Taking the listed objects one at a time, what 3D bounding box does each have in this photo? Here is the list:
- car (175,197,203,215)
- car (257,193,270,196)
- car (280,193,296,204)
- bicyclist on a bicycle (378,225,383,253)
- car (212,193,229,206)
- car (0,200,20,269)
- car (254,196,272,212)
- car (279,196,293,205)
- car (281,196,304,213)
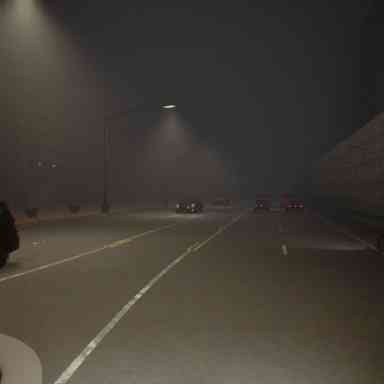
[{"bbox_3d":[-0.210,1.352,34.661,2.097,1.767,4.553,0,0,14],"label":"car"},{"bbox_3d":[10.561,1.221,48.880,2.150,2.045,5.566,0,0,14],"label":"car"},{"bbox_3d":[13.961,1.221,48.051,2.150,2.045,5.566,0,0,14],"label":"car"},{"bbox_3d":[7.029,1.317,11.484,0.582,1.620,1.656,2,-10,-16],"label":"bicyclist on a bicycle"},{"bbox_3d":[4.825,1.261,54.906,2.150,2.045,5.566,0,0,14],"label":"car"},{"bbox_3d":[-6.964,1.221,8.169,2.150,2.045,5.566,0,0,17],"label":"car"},{"bbox_3d":[8.151,1.547,38.604,2.033,1.411,5.357,0,0,14],"label":"car"},{"bbox_3d":[16.416,1.491,58.118,2.128,1.511,4.902,0,0,14],"label":"car"},{"bbox_3d":[11.540,1.547,37.679,2.033,1.411,5.357,0,0,14],"label":"car"}]
